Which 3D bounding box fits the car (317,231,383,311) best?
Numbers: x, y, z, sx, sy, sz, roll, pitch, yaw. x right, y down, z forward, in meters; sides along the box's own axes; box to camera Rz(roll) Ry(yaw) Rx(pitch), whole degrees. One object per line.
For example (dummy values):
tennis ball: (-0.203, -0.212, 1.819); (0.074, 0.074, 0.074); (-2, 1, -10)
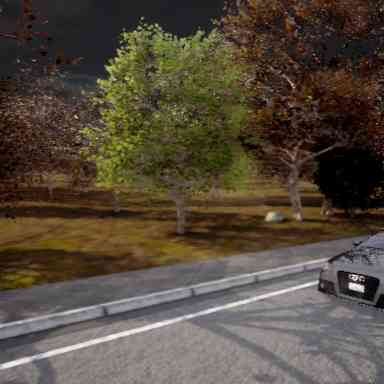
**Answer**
car: (4.636, 1.548, 7.179); (4.181, 1.385, 1.994); (0, 0, -35)
